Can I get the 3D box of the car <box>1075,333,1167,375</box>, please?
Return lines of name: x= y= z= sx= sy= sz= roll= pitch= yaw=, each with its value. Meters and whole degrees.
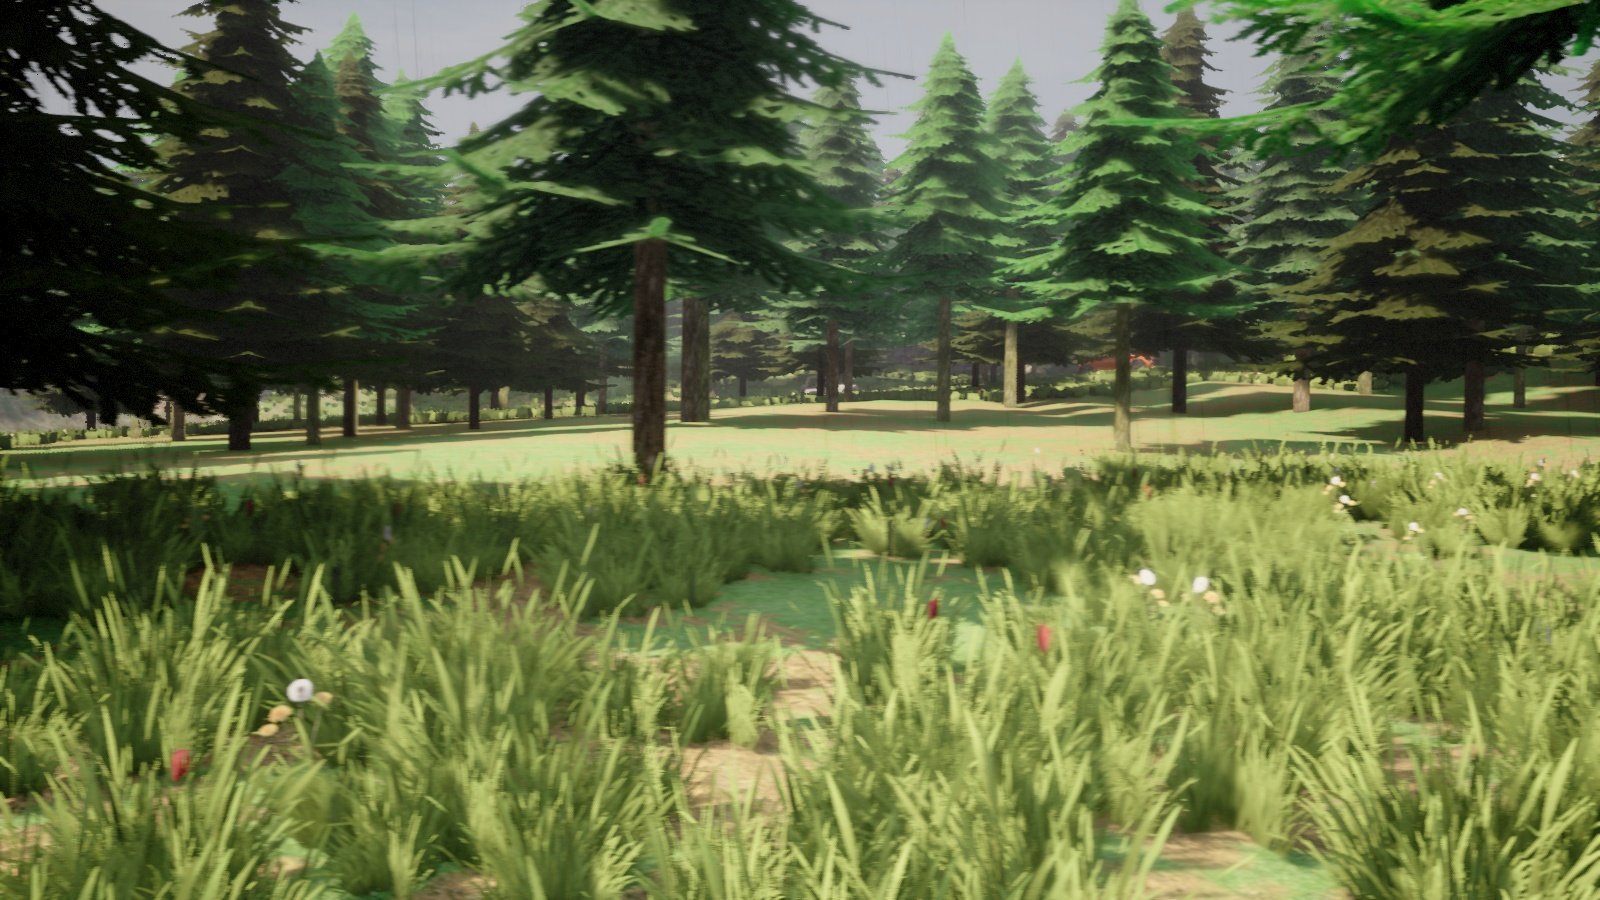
car: x=18.436 y=-5.479 z=72.212 sx=4.553 sy=1.767 sz=2.097 roll=-6 pitch=-2 yaw=33

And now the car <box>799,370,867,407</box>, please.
car: x=2.121 y=-3.863 z=79.181 sx=3.866 sy=1.878 sz=1.905 roll=-6 pitch=0 yaw=10
